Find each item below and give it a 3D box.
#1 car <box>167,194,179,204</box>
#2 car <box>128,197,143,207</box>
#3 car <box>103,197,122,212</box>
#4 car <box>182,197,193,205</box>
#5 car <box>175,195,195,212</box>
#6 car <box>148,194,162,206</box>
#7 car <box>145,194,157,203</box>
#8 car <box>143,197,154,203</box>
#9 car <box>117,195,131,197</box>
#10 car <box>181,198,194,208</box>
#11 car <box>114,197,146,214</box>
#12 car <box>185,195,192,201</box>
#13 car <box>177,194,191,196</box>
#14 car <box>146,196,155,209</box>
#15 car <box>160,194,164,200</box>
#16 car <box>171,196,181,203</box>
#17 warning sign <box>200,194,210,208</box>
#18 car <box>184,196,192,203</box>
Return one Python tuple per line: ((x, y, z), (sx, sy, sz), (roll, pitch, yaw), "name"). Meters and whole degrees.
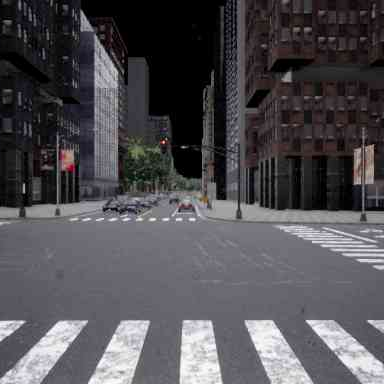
((-3.465, 1.607, 65.667), (1.837, 1.490, 4.892), (0, 0, 0), "car")
((-9.257, 1.596, 55.017), (1.752, 1.417, 4.829), (0, 0, 0), "car")
((-9.147, 1.593, 38.909), (1.947, 1.339, 4.313), (0, 0, 0), "car")
((-0.771, 1.632, 60.664), (1.887, 1.381, 4.507), (0, 0, 0), "car")
((-0.623, 1.467, 38.965), (1.967, 1.590, 4.097), (0, 0, 0), "car")
((-6.582, 1.577, 55.538), (1.837, 1.490, 4.892), (0, 0, 0), "car")
((-9.408, 1.454, 76.891), (2.192, 1.841, 5.009), (0, 0, 0), "car")
((-9.370, 1.703, 71.465), (1.802, 1.307, 4.206), (0, 0, 0), "car")
((-9.185, 1.356, 44.336), (2.192, 1.841, 5.009), (0, 0, 0), "car")
((-0.696, 1.638, 49.814), (1.802, 1.307, 4.206), (0, 0, 0), "car")
((-6.467, 1.565, 35.391), (2.033, 1.411, 5.357), (0, 0, -1), "car")
((-0.957, 1.616, 87.789), (1.967, 1.590, 4.097), (0, 0, 0), "car")
((-0.660, 1.482, 44.390), (1.967, 1.590, 4.097), (0, 0, 0), "car")
((-6.533, 1.608, 45.345), (1.994, 1.385, 4.181), (0, 0, -1), "car")
((-9.483, 1.491, 87.743), (2.192, 1.841, 5.009), (0, 0, 0), "car")
((-3.633, 1.675, 75.762), (2.033, 1.411, 5.357), (0, 0, 0), "car")
((1.663, 1.152, 42.652), (1.300, 1.860, 1.060), (0, 0, 0), "warning sign")
((-0.847, 1.647, 71.684), (1.752, 1.417, 4.829), (0, 0, 0), "car")
